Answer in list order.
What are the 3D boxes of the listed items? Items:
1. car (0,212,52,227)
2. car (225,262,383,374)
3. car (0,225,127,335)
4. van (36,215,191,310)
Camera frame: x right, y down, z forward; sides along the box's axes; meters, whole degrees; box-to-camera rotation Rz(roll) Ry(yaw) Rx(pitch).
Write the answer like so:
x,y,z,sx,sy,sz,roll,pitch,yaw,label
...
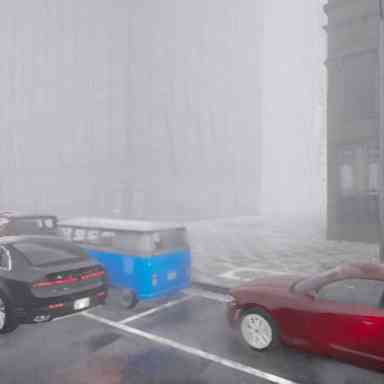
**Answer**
x,y,z,sx,sy,sz,roll,pitch,yaw,label
-6.433,1.609,11.549,5.009,1.841,2.192,-1,-2,37,car
2.613,1.702,4.778,4.507,1.381,1.887,-1,-2,37,car
-3.823,1.692,7.155,4.892,1.490,1.837,-1,-2,37,car
-1.909,1.567,8.165,3.998,1.788,1.690,-1,-2,37,van
